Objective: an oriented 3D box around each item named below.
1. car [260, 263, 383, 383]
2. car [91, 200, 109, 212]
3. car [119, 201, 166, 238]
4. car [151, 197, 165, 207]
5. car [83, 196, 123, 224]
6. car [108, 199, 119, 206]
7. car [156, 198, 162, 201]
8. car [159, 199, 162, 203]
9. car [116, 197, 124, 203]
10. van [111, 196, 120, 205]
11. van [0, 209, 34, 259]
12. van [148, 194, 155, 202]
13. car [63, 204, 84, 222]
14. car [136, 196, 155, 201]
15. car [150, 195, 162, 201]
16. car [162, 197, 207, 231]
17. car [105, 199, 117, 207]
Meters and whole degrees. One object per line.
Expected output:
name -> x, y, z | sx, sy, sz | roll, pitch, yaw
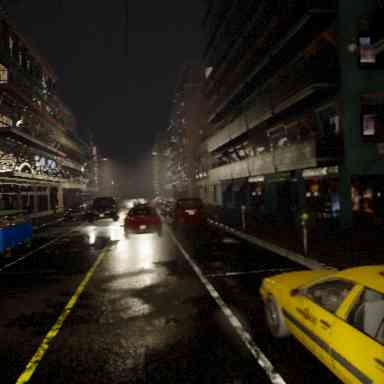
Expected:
car -> 2.176, 1.397, 3.681 | 1.752, 1.417, 4.829 | -3, 0, -9
car -> -12.910, 1.947, 46.871 | 1.752, 1.417, 4.829 | -3, 0, -9
car -> -2.702, 1.515, 18.236 | 1.882, 1.535, 5.008 | -3, 1, -8
car -> -5.514, 1.602, 53.878 | 1.947, 1.339, 4.313 | -3, 0, -9
car -> -7.314, 1.442, 28.007 | 2.150, 2.045, 5.566 | -3, 0, -9
car -> -16.362, 2.112, 69.424 | 1.802, 1.307, 4.206 | -3, 0, -9
car -> -2.085, 1.500, 31.494 | 2.008, 1.369, 4.403 | -3, 0, -9
car -> -1.228, 1.482, 25.898 | 2.008, 1.369, 4.403 | -3, 0, -9
car -> -19.790, 2.228, 91.810 | 1.947, 1.339, 4.313 | -3, 0, -9
van -> -17.233, 1.903, 75.021 | 1.690, 1.788, 3.998 | -3, 0, -9
van -> -7.800, 1.650, 13.458 | 1.690, 1.788, 3.998 | -3, 0, -9
van -> -10.669, 1.557, 87.456 | 1.690, 1.788, 3.998 | -3, 0, -9
car -> -10.368, 1.801, 30.248 | 1.967, 1.590, 4.097 | -3, 0, -9
car -> -5.727, 1.594, 38.062 | 2.128, 1.511, 4.902 | -3, 0, -8
car -> -4.663, 1.452, 48.283 | 1.967, 1.590, 4.097 | -3, 0, -9
car -> -0.382, 1.229, 20.300 | 2.192, 1.841, 5.009 | -3, 0, -9
car -> -15.505, 2.082, 63.828 | 1.802, 1.307, 4.206 | -3, 0, -9
